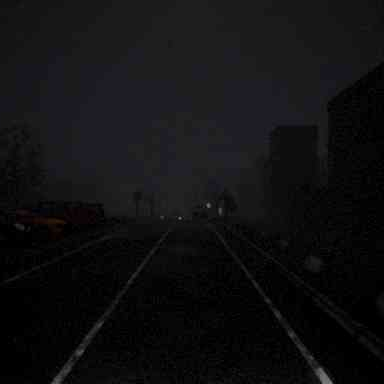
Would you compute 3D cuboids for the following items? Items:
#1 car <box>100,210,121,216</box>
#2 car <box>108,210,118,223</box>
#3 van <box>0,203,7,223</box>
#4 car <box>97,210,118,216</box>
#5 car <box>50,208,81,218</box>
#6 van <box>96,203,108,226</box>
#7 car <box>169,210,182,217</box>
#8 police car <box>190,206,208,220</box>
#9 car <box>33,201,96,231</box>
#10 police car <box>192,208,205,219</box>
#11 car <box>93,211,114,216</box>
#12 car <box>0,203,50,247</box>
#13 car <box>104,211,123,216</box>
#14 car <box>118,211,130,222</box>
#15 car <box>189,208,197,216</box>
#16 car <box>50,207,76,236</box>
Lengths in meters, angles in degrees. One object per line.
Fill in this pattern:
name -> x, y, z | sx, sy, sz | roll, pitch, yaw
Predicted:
car -> -21.790, 5.695, 88.860 | 5.008, 1.535, 2.097 | 0, -4, 0
car -> -9.572, 2.104, 30.608 | 4.553, 1.767, 2.185 | 0, -3, 0
van -> -21.708, 2.165, 34.121 | 4.442, 1.987, 1.878 | 0, -3, 0
car -> -21.793, 5.490, 85.593 | 4.892, 1.521, 2.231 | 0, -4, 0
car -> -21.947, 3.628, 58.044 | 4.553, 1.767, 2.185 | 0, -4, 0
van -> -9.644, 1.877, 27.578 | 4.442, 1.987, 1.878 | 0, -2, 0
car -> -3.145, 4.679, 71.005 | 1.994, 1.385, 4.181 | 0, -4, 0
police car -> 0.992, 2.796, 42.885 | 1.930, 1.638, 5.238 | 0, -3, 0
car -> -9.522, 1.613, 21.391 | 5.566, 2.045, 2.435 | 0, -2, 0
police car -> 1.017, 3.411, 52.878 | 1.930, 1.638, 5.238 | 0, -4, 0
car -> -21.809, 5.323, 82.321 | 4.674, 1.452, 2.002 | 0, -4, 0
car -> -9.470, 1.543, 15.437 | 4.553, 1.767, 2.185 | 0, -2, -1
car -> -21.768, 5.933, 92.000 | 4.674, 1.452, 2.002 | 0, -4, 0
car -> -9.370, 2.360, 33.519 | 5.366, 1.575, 1.946 | 0, -3, 0
car -> 0.185, 5.651, 93.488 | 2.150, 2.045, 5.566 | 0, -4, 0
car -> -9.471, 1.768, 18.467 | 5.008, 1.535, 2.097 | 0, -2, -1
